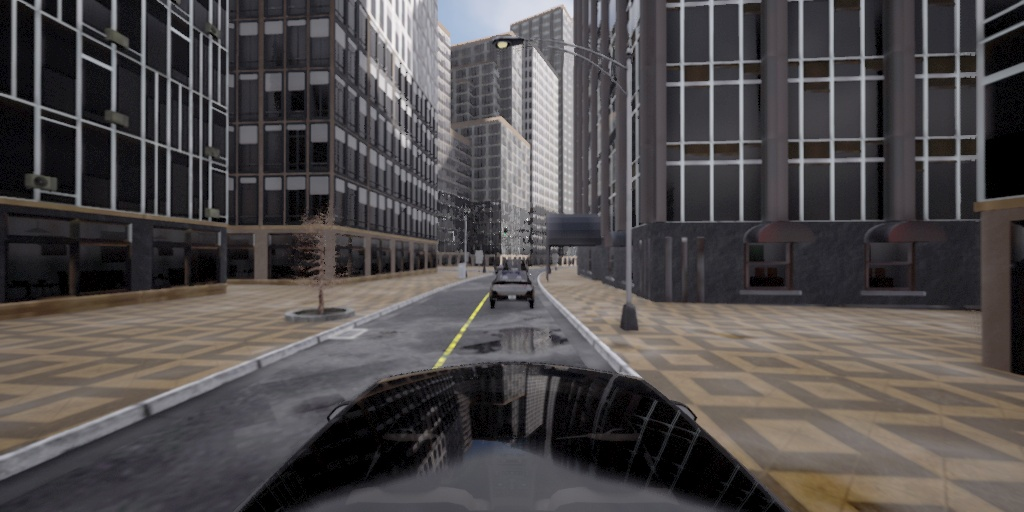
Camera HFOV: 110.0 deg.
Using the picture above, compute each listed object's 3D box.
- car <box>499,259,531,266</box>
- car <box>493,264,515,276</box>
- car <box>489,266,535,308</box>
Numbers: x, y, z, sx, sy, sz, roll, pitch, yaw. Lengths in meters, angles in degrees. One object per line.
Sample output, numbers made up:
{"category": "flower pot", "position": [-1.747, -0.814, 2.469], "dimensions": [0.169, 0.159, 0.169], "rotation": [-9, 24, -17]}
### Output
{"category": "car", "position": [0.375, 1.284, 30.782], "dimensions": [2.150, 2.045, 5.566], "rotation": [0, -1, 3]}
{"category": "car", "position": [-0.970, 1.812, 46.668], "dimensions": [2.033, 1.411, 5.357], "rotation": [0, -1, 7]}
{"category": "car", "position": [0.014, 1.389, 16.143], "dimensions": [2.128, 1.511, 4.902], "rotation": [0, -1, 0]}
